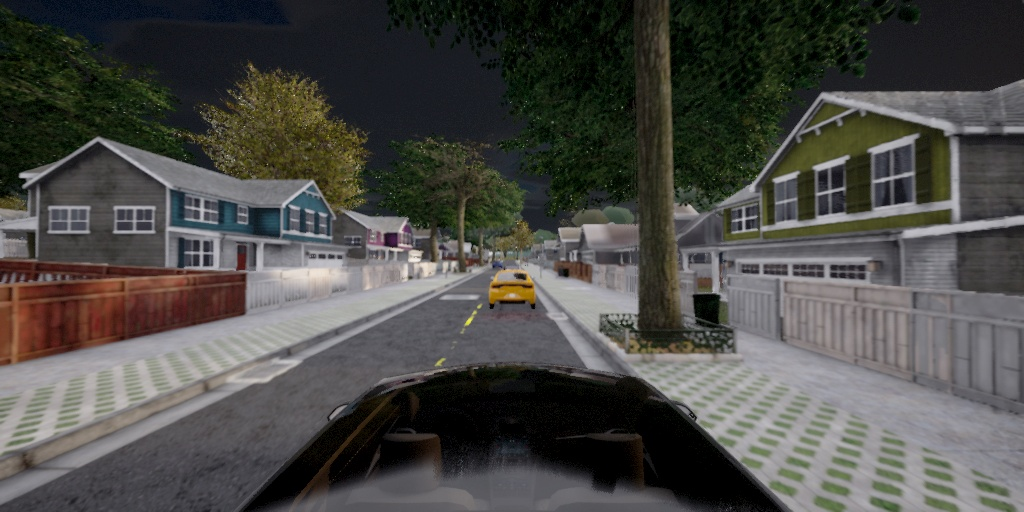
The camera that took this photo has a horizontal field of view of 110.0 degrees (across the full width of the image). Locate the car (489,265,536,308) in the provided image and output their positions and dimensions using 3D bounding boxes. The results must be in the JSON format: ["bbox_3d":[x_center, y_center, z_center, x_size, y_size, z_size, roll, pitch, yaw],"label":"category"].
[{"bbox_3d":[0.031,1.358,16.102,1.882,1.535,5.008,0,0,0],"label":"car"}]

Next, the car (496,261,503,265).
[{"bbox_3d":[0.026,1.473,30.357,2.128,1.511,4.902,0,0,0],"label":"car"}]
